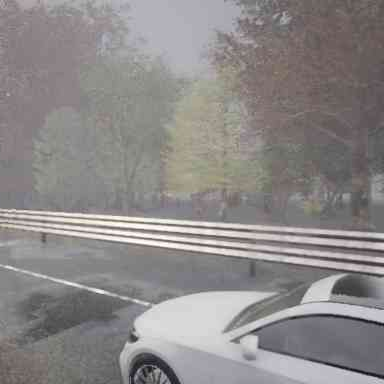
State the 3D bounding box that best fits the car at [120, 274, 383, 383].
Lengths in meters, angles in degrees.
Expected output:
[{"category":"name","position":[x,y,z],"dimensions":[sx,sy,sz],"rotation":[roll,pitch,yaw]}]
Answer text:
[{"category":"car","position":[1.418,1.525,2.977],"dimensions":[4.674,1.442,1.812],"rotation":[0,0,36]}]
